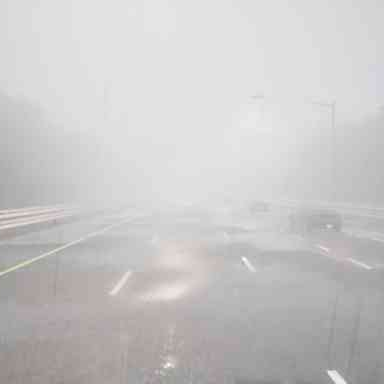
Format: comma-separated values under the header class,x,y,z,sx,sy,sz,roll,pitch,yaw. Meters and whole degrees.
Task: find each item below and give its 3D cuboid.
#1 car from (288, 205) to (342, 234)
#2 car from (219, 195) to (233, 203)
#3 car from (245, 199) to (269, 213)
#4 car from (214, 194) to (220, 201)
class,x,y,z,sx,sy,sz,roll,pitch,yaw
car,7.024,1.506,19.414,1.837,1.490,4.892,0,0,0
car,7.213,1.484,67.717,1.812,1.442,4.674,0,0,0
car,7.078,1.484,36.465,1.882,1.535,5.008,0,0,0
car,7.277,1.467,82.810,1.812,1.442,4.674,0,0,0
